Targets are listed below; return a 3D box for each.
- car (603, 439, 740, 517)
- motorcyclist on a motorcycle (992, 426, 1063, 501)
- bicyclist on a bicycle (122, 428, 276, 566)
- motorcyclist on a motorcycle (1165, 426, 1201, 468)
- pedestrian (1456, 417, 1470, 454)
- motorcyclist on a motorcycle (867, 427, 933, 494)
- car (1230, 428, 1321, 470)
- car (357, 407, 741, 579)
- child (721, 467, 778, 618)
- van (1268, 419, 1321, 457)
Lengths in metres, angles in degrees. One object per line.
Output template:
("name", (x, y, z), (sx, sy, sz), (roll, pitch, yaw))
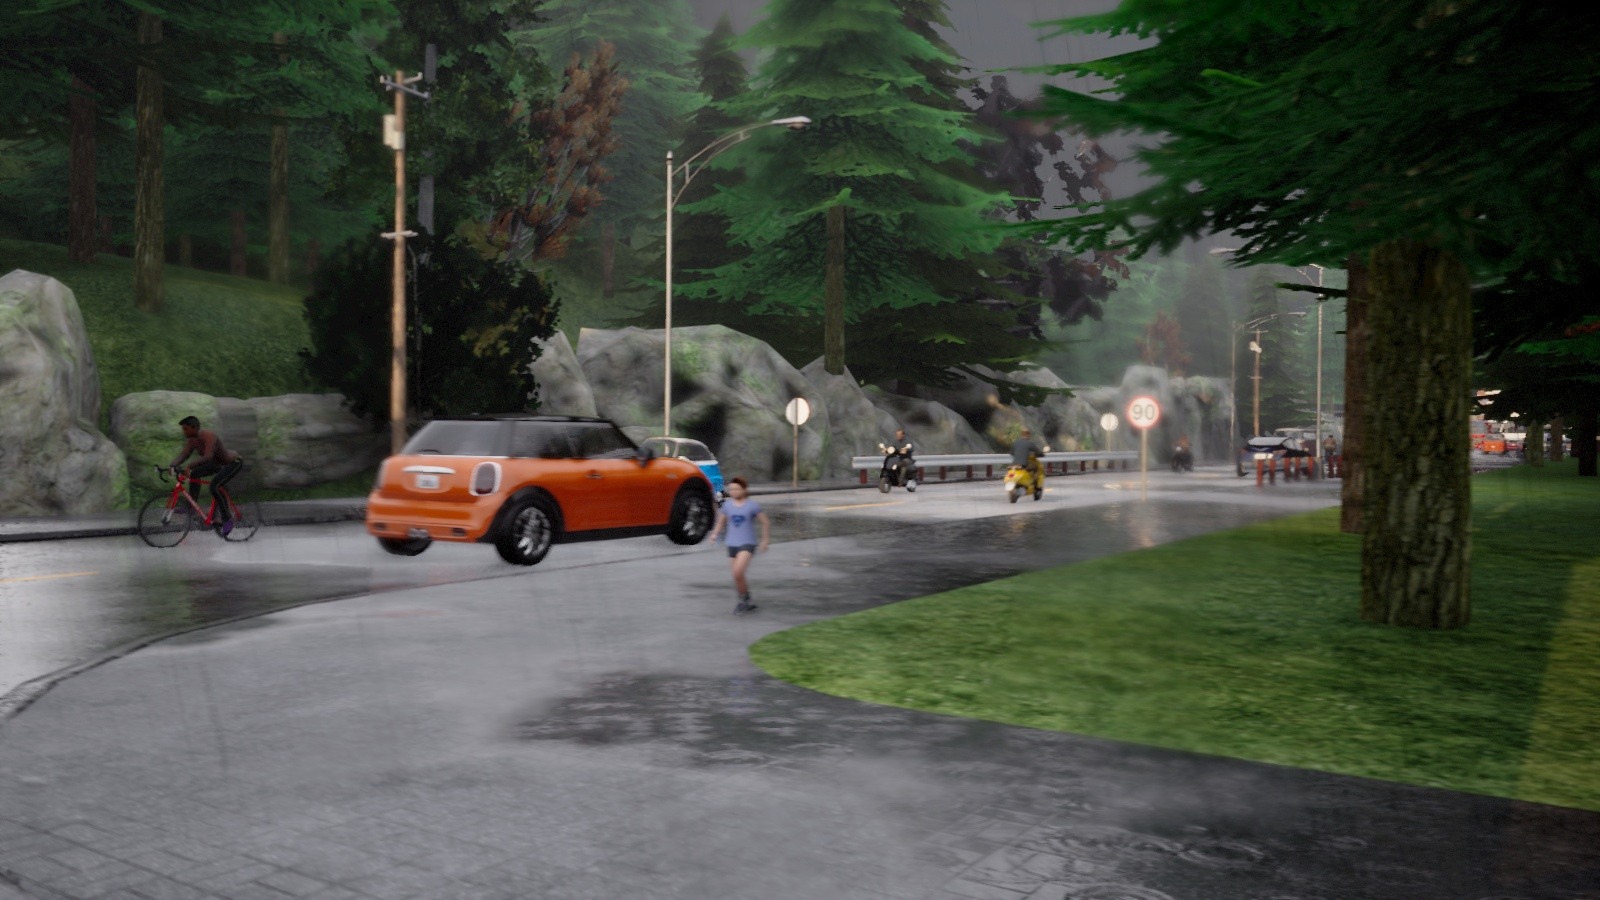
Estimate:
("car", (-2.372, 0.487, 23.469), (1.481, 1.376, 2.207), (0, 1, 33))
("motorcyclist on a motorcycle", (4.981, 0.266, 27.385), (0.866, 1.590, 1.817), (0, 1, 33))
("bicyclist on a bicycle", (-7.461, 0.538, 15.660), (0.582, 1.620, 1.656), (0, 1, 32))
("motorcyclist on a motorcycle", (15.451, -0.150, 50.636), (0.766, 1.649, 2.350), (0, 1, 33))
("pedestrian", (33.342, -0.723, 63.175), (0.726, 1.842, 0.402), (-1, 1, -45))
("motorcyclist on a motorcycle", (2.469, 0.240, 30.850), (0.866, 1.590, 1.817), (0, 0, 33))
("car", (17.841, -0.072, 46.989), (2.163, 1.488, 4.792), (0, 1, 33))
("car", (-2.863, 0.405, 15.425), (2.097, 1.767, 4.553), (0, 1, 30))
("child", (-0.386, 0.693, 9.604), (0.255, 1.110, 0.394), (0, 1, 29))
("van", (26.651, -0.680, 67.565), (1.775, 1.987, 4.442), (0, 1, 34))
